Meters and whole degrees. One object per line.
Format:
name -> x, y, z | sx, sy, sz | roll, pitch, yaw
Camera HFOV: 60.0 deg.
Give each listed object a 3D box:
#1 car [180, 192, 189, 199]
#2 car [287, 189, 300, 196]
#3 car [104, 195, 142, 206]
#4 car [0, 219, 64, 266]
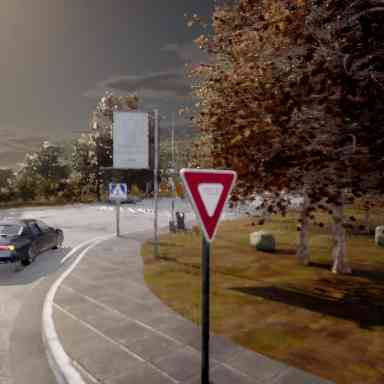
car -> -0.006, 0.371, 56.578 | 2.128, 1.511, 4.902 | 2, 4, 39
car -> 18.868, 0.053, 60.559 | 1.895, 1.301, 4.718 | 2, 4, 40
car -> -9.291, 1.083, 45.200 | 2.033, 1.411, 5.357 | 2, 3, 39
car -> -6.256, 1.680, 12.060 | 2.033, 1.411, 5.357 | 0, 0, -6
